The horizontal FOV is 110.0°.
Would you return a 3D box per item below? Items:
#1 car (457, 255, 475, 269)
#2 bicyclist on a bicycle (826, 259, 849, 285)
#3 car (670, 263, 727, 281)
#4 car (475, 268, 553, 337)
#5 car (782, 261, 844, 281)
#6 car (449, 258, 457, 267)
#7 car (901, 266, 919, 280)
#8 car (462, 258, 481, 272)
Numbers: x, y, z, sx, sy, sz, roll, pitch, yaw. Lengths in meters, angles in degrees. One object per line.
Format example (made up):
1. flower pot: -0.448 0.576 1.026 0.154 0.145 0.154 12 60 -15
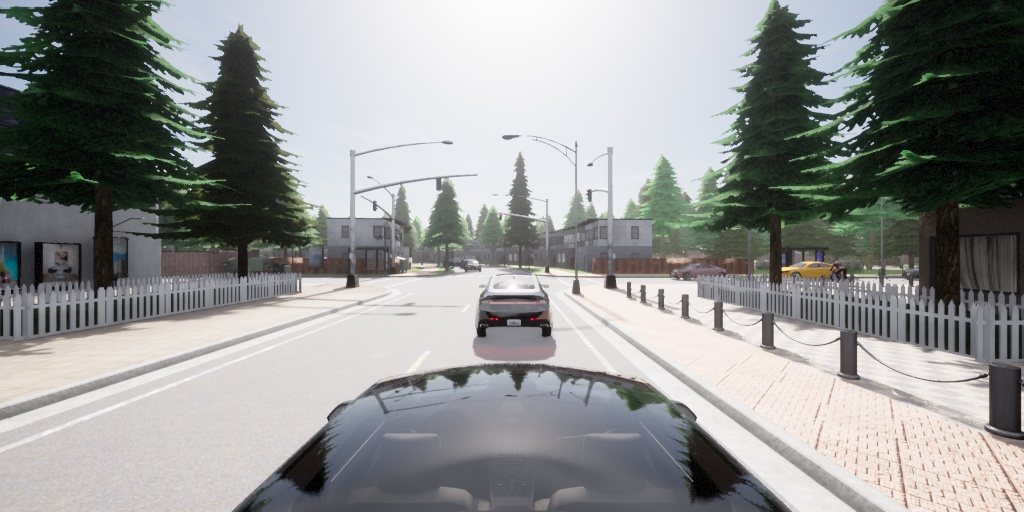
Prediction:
1. car: -6.531 0.938 54.544 2.150 2.045 5.566 0 0 -15
2. bicyclist on a bicycle: 19.892 1.035 21.940 0.582 1.620 1.656 0 0 2
3. car: 15.304 1.299 29.558 4.181 1.385 1.994 0 0 2
4. car: 0.059 1.242 10.259 2.128 1.511 4.902 0 0 0
5. car: 24.183 1.212 29.301 5.008 1.535 1.882 0 0 2
6. car: -9.905 1.069 64.114 2.097 1.767 4.553 0 0 -24
7. car: 34.555 1.240 28.977 4.892 1.490 1.837 0 0 2
8. car: -4.930 1.280 45.379 1.994 1.385 4.181 0 0 -7
